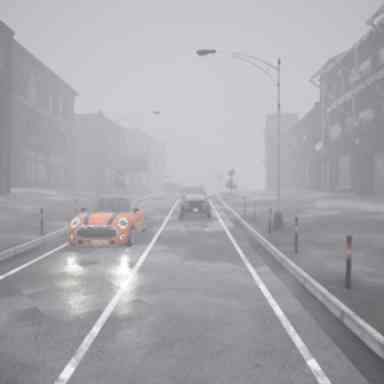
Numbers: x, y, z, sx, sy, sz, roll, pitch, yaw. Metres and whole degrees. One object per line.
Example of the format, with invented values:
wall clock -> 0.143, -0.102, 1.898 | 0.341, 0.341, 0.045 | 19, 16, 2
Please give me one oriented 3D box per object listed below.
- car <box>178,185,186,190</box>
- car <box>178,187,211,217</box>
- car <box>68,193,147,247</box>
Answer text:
car -> -1.076, -0.427, 54.822 | 1.895, 1.301, 4.718 | 0, 1, 8
car -> 0.214, 0.701, 20.981 | 1.812, 1.442, 4.674 | 0, 3, 0
car -> -3.026, 0.918, 12.765 | 2.097, 1.767, 4.553 | 0, 3, 0
